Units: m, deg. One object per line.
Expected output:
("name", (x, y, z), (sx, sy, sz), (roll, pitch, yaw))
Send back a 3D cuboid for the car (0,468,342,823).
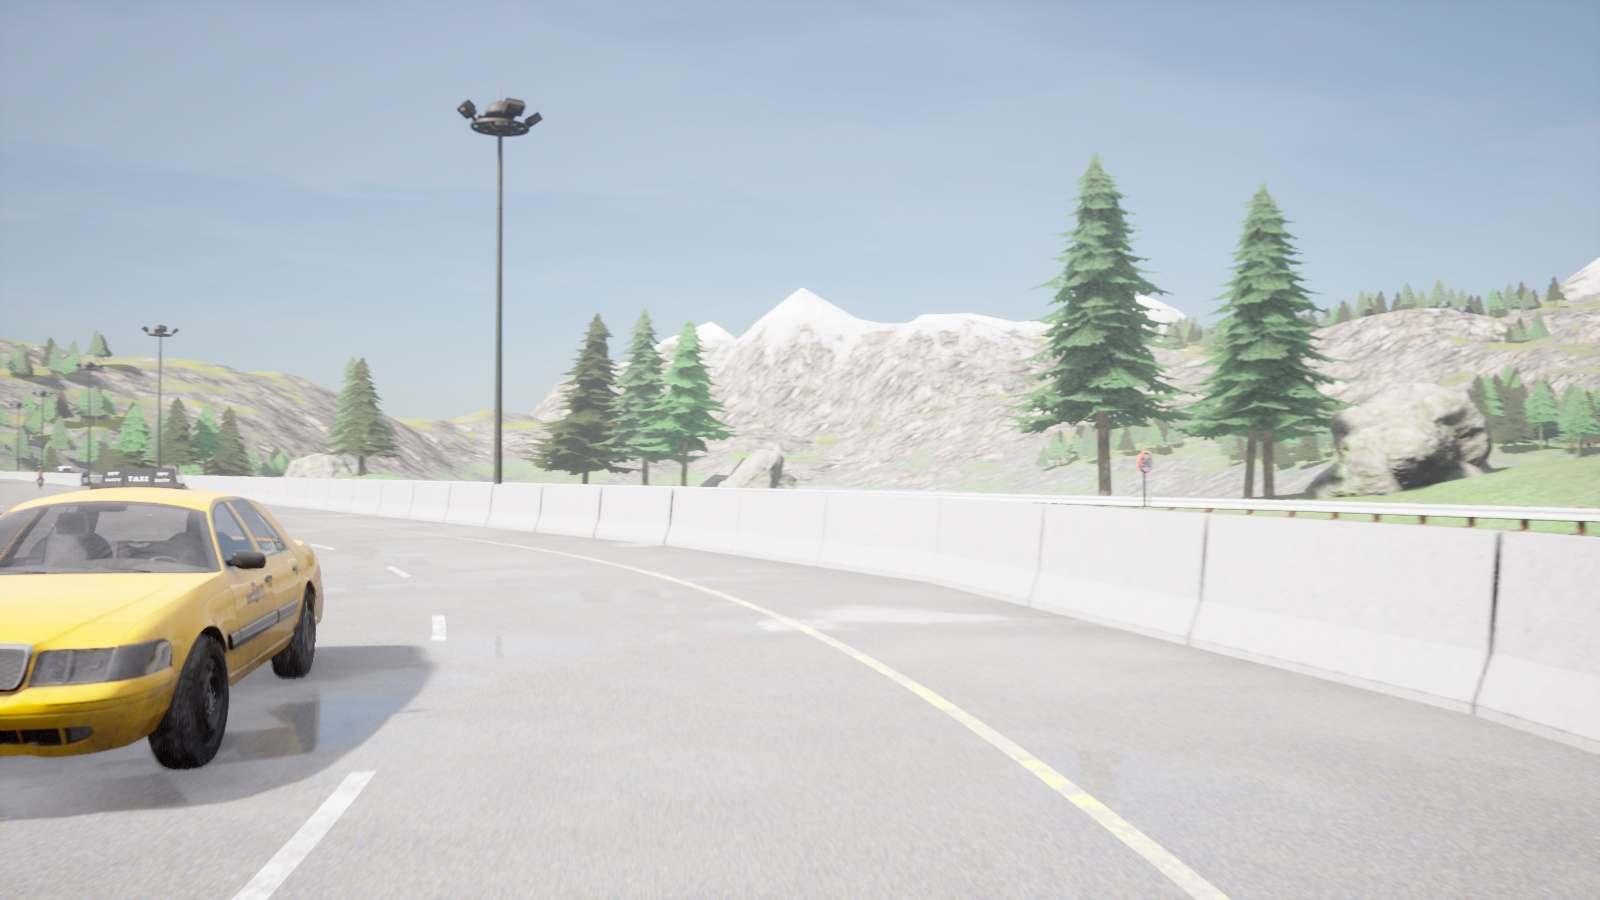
("car", (-4.330, 0.922, 8.172), (1.801, 1.575, 5.366), (0, -1, -12))
